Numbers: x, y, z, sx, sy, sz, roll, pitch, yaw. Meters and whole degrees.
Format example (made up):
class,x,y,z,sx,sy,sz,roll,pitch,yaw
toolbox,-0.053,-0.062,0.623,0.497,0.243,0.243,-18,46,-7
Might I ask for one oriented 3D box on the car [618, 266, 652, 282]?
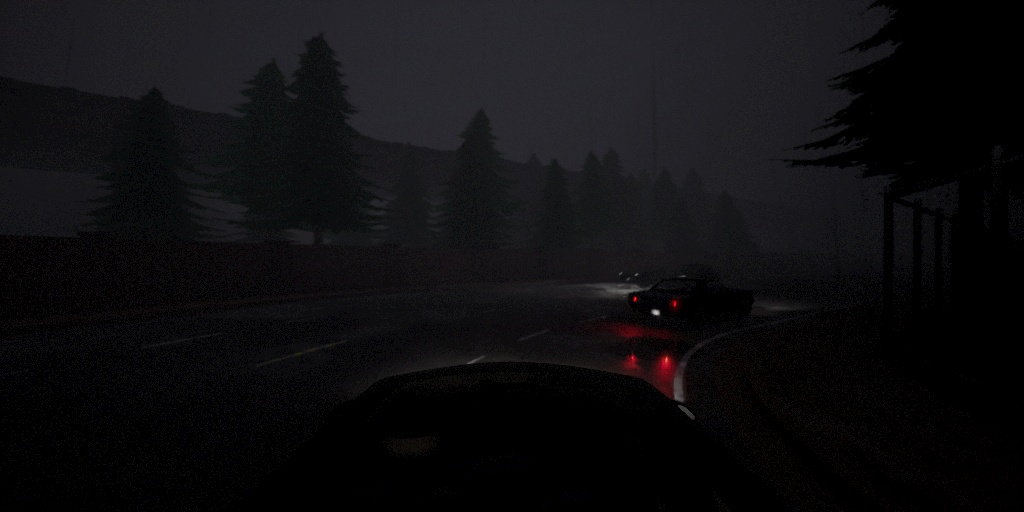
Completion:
class,x,y,z,sx,sy,sz,roll,pitch,yaw
car,10.277,1.387,27.244,4.718,1.301,1.895,0,0,-33

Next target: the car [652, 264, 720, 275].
class,x,y,z,sx,sy,sz,roll,pitch,yaw
car,12.137,1.289,24.276,4.902,1.511,2.128,0,0,-33

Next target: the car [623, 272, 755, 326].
class,x,y,z,sx,sy,sz,roll,pitch,yaw
car,6.054,1.375,11.821,4.718,1.301,1.895,0,0,-35
